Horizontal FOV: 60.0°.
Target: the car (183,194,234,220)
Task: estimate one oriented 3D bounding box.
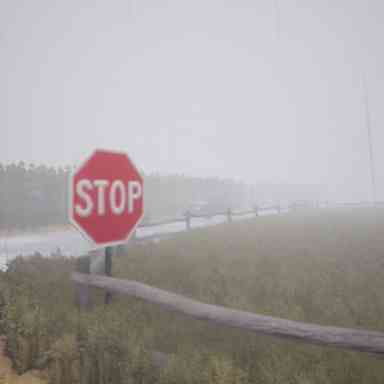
[{"bbox_3d":[1.541,1.181,28.393,2.150,2.045,5.566,0,0,35],"label":"car"}]

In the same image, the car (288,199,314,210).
[{"bbox_3d":[12.518,1.517,38.238,2.033,1.411,5.357,0,0,33],"label":"car"}]

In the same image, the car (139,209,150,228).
[{"bbox_3d":[-4.579,1.453,19.774,2.128,1.511,4.902,0,0,35],"label":"car"}]
